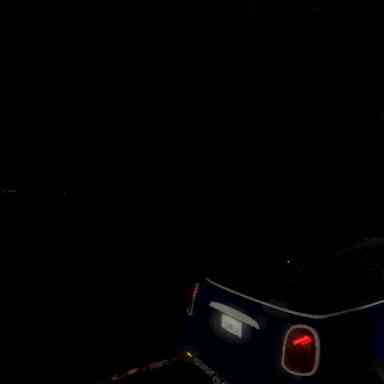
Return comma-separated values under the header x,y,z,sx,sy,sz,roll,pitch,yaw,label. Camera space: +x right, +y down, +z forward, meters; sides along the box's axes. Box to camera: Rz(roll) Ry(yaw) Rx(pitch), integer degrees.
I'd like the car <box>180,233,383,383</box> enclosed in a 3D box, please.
x,y,z,sx,sy,sz,roll,pitch,yaw,label
2.170,1.343,4.473,4.553,1.767,2.097,0,0,-33,car
